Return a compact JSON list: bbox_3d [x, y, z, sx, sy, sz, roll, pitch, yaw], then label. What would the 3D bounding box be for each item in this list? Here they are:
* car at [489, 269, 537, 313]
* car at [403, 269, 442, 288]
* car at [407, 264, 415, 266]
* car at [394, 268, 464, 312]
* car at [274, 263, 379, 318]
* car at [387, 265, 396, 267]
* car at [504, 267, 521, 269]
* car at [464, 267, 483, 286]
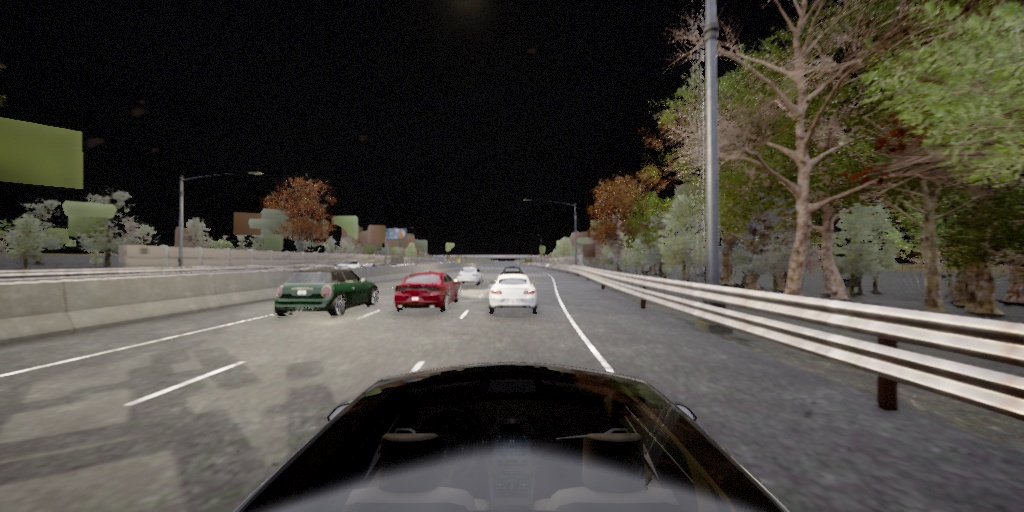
[{"bbox_3d":[0.048,1.445,14.817,1.812,1.442,4.674,0,-1,0],"label":"car"},{"bbox_3d":[-6.964,1.704,28.511,1.895,1.301,4.718,0,-1,0],"label":"car"},{"bbox_3d":[-17.535,2.100,61.985,1.812,1.442,4.674,0,-1,1],"label":"car"},{"bbox_3d":[-3.448,1.405,15.329,1.882,1.535,5.008,0,0,0],"label":"car"},{"bbox_3d":[-6.957,1.261,14.025,2.097,1.767,4.553,0,-1,0],"label":"car"},{"bbox_3d":[-21.025,2.172,61.791,1.895,1.301,4.718,0,-1,0],"label":"car"},{"bbox_3d":[0.042,1.617,29.130,1.837,1.490,4.892,0,0,0],"label":"car"},{"bbox_3d":[-3.452,1.646,29.832,1.812,1.442,4.674,0,-1,0],"label":"car"}]
